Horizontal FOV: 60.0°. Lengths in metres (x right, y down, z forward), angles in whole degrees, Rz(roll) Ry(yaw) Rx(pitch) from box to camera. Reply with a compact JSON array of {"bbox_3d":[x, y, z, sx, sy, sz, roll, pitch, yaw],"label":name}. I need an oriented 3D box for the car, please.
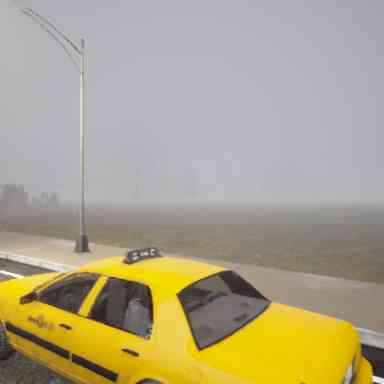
[{"bbox_3d":[-0.838,1.456,4.160,5.366,1.575,1.801,0,0,36],"label":"car"}]
